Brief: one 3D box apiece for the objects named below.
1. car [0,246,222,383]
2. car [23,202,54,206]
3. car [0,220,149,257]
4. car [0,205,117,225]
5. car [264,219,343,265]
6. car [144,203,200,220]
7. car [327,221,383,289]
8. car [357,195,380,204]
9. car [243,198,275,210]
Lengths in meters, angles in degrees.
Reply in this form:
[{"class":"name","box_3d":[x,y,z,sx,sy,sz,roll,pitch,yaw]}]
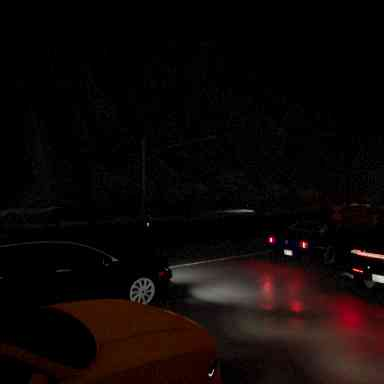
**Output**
[{"class":"car","box_3d":[-2.002,1.477,2.296,5.008,1.535,1.882,0,0,-36]},{"class":"car","box_3d":[-12.211,1.521,25.423,4.674,1.442,1.812,0,0,-36]},{"class":"car","box_3d":[-2.653,1.505,6.152,4.892,1.490,1.837,0,0,-36]},{"class":"car","box_3d":[-6.400,1.544,16.656,5.357,1.411,2.033,0,0,-36]},{"class":"car","box_3d":[4.787,1.591,11.626,4.718,1.301,1.895,0,0,-36]},{"class":"car","box_3d":[-1.418,1.552,24.655,4.181,1.385,1.994,0,0,-36]},{"class":"car","box_3d":[5.646,1.483,7.920,4.902,1.511,2.128,0,0,-36]},{"class":"car","box_3d":[30.115,1.246,56.616,5.008,1.535,1.882,0,0,-36]},{"class":"car","box_3d":[8.126,1.480,40.414,4.181,1.385,1.994,0,0,-36]}]
